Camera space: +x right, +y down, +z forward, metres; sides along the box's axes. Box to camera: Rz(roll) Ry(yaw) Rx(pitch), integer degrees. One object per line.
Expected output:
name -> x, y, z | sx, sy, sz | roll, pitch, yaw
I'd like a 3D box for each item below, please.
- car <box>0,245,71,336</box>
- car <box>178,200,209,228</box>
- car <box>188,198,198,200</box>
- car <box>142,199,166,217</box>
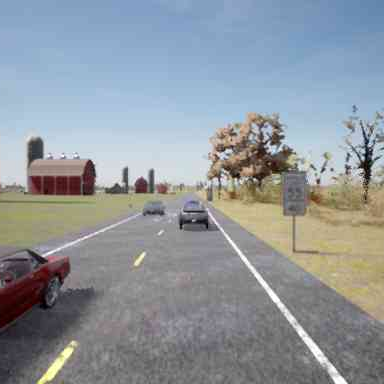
car -> -3.597, 1.599, 5.099 | 1.895, 1.301, 4.718 | 0, 0, 0
car -> 0.121, 1.490, 21.922 | 2.128, 1.511, 4.902 | 0, 0, 0
car -> 0.089, 1.519, 46.156 | 1.812, 1.442, 4.674 | 0, 0, 1
car -> -3.562, 1.501, 31.706 | 1.837, 1.490, 4.892 | 0, 0, 0
